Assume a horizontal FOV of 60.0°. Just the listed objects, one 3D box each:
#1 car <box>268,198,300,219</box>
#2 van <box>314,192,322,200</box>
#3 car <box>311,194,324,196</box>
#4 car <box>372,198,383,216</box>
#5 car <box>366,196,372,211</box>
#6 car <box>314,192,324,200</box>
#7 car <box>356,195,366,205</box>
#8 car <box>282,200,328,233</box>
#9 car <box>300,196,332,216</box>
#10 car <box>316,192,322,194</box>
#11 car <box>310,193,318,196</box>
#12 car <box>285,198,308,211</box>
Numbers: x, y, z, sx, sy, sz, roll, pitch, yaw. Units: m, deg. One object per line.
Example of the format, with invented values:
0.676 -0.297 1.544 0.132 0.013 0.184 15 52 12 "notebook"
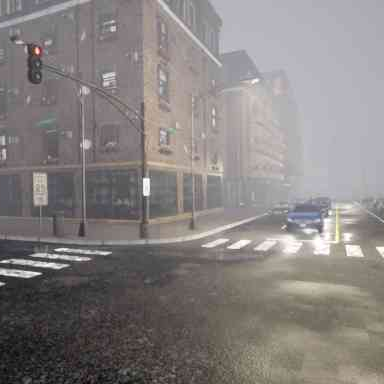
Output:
7.451 1.442 27.588 2.008 1.369 4.403 -1 0 24 "car"
30.229 1.036 79.802 1.690 1.788 3.998 -1 0 24 "van"
15.529 1.293 39.578 1.882 1.535 5.008 0 0 24 "car"
17.415 1.385 29.469 1.802 1.307 4.206 -1 0 24 "car"
19.693 1.331 34.691 2.008 1.369 4.403 -1 0 24 "car"
32.506 0.994 85.021 2.192 1.841 5.009 -1 0 24 "car"
26.528 1.269 50.355 2.008 1.369 4.403 -1 0 24 "car"
6.592 1.430 19.118 1.812 1.442 4.674 0 0 24 "car"
10.758 1.353 28.598 2.128 1.511 4.902 0 0 24 "car"
23.395 1.186 64.137 1.967 1.590 4.097 -1 0 24 "car"
18.774 1.310 53.539 1.752 1.417 4.829 -1 0 24 "car"
12.008 1.397 38.031 2.008 1.369 4.403 -1 0 24 "car"
